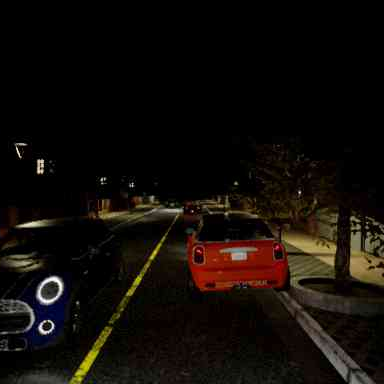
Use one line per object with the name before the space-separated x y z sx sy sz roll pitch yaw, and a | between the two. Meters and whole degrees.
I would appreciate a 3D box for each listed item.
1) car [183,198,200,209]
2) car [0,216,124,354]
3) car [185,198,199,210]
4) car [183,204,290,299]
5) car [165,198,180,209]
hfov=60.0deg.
car | 0.062 1.661 35.845 1.895 1.301 4.718 0 0 0
car | -2.753 1.359 6.483 2.097 1.767 4.553 0 0 0
car | 0.040 1.612 45.547 1.812 1.442 4.674 0 0 1
car | 0.919 1.311 8.631 2.097 1.767 4.553 -3 -1 0
car | -2.765 1.585 47.974 2.128 1.511 4.902 0 0 0
